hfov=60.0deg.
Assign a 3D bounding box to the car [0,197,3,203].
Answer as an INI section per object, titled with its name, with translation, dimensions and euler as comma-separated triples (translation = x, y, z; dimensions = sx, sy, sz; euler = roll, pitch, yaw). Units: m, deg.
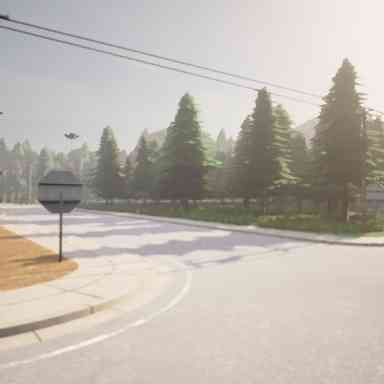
[car]
translation = -44.127, 1.640, 75.207
dimensions = 1.812, 1.442, 4.674
euler = 1, -1, -38
